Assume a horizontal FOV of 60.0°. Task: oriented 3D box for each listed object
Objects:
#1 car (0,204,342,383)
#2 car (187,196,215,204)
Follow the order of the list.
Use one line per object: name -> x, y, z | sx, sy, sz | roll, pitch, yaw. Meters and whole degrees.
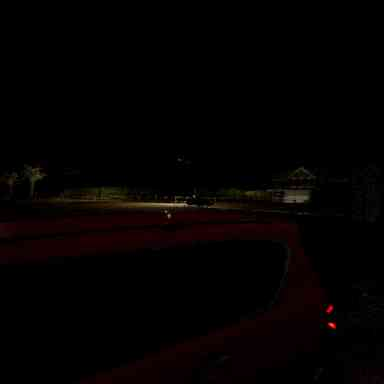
car -> -1.325, 1.222, 2.122 | 5.566, 2.045, 2.150 | 0, 0, -35
car -> 1.165, 1.276, 46.243 | 2.128, 1.511, 4.902 | 2, -1, -36
